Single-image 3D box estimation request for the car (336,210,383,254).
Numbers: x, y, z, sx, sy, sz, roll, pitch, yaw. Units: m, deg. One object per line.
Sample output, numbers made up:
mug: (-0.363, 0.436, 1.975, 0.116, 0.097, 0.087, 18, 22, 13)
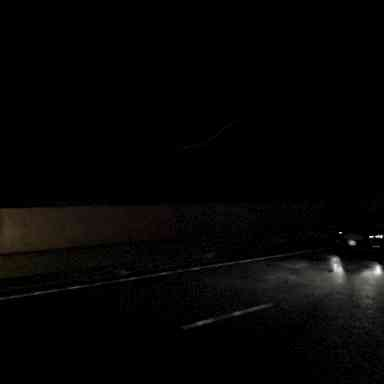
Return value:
car: (7.429, 1.448, 12.573, 4.902, 1.511, 2.128, 0, 0, -34)
